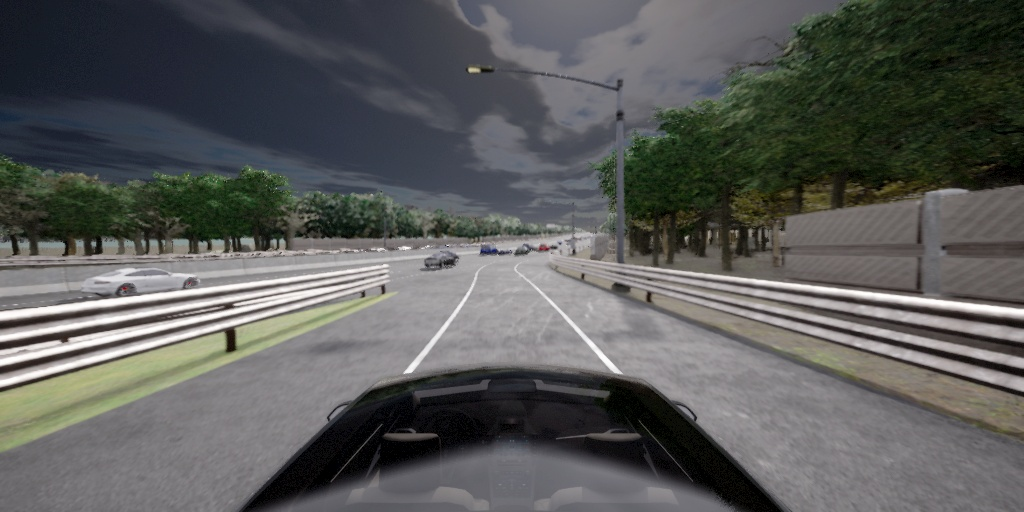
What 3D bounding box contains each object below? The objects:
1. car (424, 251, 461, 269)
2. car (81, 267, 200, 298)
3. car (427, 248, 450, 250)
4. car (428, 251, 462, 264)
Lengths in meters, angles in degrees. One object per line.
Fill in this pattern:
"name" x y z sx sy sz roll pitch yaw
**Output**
"car" -7.359 0.506 37.532 2.128 1.511 4.902 1 3 16
"car" -19.888 1.342 19.494 1.812 1.442 4.674 1 2 16
"car" -10.035 -0.110 53.227 2.033 1.411 5.357 1 3 16
"car" -8.476 0.192 46.137 2.033 1.411 5.357 1 3 16
